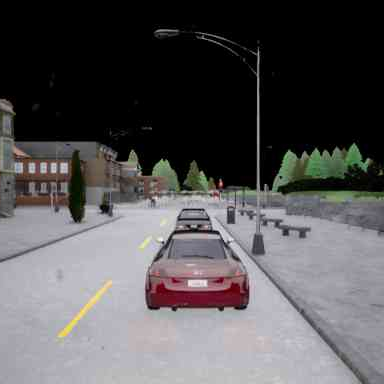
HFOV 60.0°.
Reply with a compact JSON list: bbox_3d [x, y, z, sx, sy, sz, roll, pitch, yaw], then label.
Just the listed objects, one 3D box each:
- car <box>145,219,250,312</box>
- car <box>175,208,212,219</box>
[{"bbox_3d":[0.091,1.564,7.819,1.994,1.385,4.181,0,0,0],"label":"car"},{"bbox_3d":[0.074,1.547,17.055,2.033,1.411,5.357,0,0,0],"label":"car"}]
